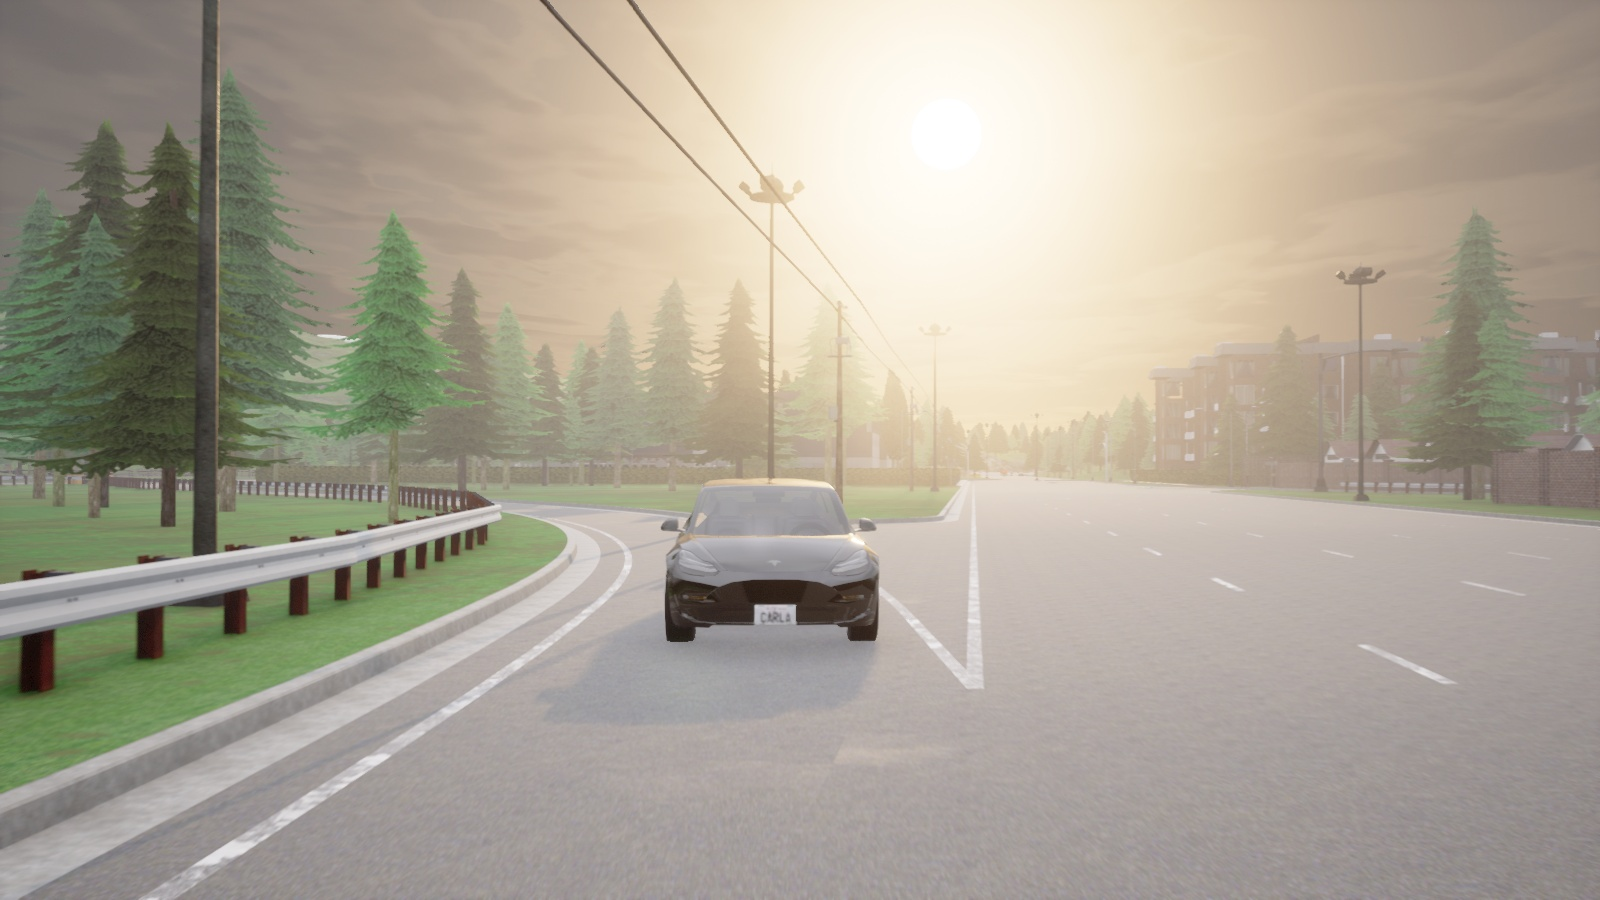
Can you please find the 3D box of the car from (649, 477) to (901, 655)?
[{"bbox_3d":[-0.341,1.037,13.169,2.163,1.488,4.792,0,-1,-3],"label":"car"}]
